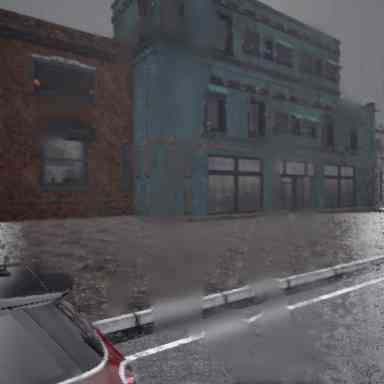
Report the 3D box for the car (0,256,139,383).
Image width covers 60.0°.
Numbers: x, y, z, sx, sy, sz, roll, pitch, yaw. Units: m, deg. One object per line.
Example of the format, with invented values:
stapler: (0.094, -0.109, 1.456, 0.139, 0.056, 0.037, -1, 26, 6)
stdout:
car: (-2.505, 1.350, 1.591, 4.553, 1.767, 2.097, 0, 0, -35)
